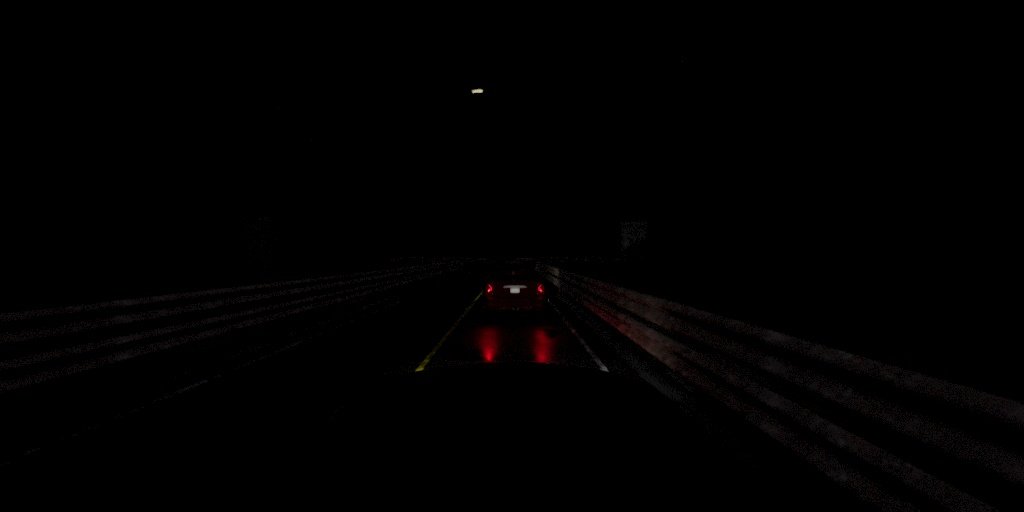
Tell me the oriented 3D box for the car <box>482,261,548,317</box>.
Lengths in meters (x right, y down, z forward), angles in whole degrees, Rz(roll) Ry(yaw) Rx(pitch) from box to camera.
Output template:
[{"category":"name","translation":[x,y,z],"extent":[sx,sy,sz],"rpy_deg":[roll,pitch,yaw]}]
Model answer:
[{"category":"car","translation":[0.099,1.079,13.178],"extent":[2.097,1.767,4.553],"rpy_deg":[0,0,0]}]
